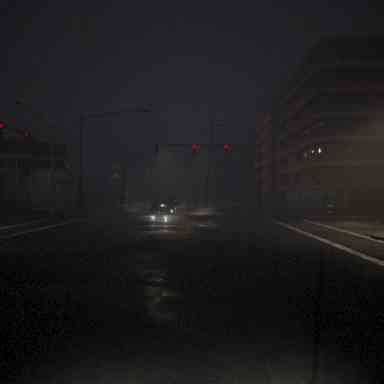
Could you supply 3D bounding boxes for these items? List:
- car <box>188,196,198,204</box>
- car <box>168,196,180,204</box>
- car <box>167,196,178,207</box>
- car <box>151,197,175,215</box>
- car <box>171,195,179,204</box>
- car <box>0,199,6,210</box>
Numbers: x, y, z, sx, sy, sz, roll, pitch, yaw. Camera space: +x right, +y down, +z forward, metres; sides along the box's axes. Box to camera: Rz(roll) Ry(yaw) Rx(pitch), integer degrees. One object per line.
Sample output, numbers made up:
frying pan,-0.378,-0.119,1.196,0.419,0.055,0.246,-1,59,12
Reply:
car,0.248,1.526,64.987,1.812,1.442,4.674,0,0,0
car,-3.393,1.564,62.555,1.994,1.385,4.181,0,0,0
car,-3.256,1.564,43.942,1.994,1.385,4.181,0,0,0
car,-3.174,1.547,34.701,2.033,1.411,5.357,0,0,-1
car,-3.331,1.352,52.538,2.097,1.767,4.553,0,0,0
car,-24.053,1.456,38.905,3.806,1.475,1.970,0,0,1
